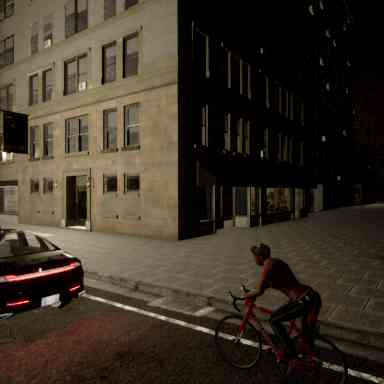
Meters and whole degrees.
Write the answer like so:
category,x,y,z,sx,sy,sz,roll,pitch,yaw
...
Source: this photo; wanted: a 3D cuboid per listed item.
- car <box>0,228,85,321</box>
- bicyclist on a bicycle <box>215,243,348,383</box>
category,x,y,z,sx,sy,sz,roll,pitch,yaw
car,-4.195,1.493,6.680,4.902,1.511,2.128,0,0,36
bicyclist on a bicycle,0.972,1.453,3.971,1.656,1.620,0.582,0,0,36
